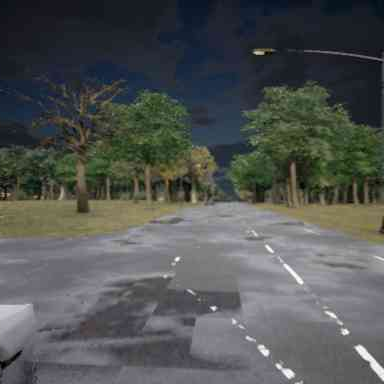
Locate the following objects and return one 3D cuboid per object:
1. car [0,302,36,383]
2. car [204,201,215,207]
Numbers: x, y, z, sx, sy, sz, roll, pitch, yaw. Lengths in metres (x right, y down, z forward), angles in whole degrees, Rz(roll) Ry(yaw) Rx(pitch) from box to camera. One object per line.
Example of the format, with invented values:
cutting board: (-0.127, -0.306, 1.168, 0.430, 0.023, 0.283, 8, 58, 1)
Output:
car: (-3.097, 1.628, 2.053, 1.895, 1.301, 4.718, 0, 0, 5)
car: (3.943, 2.642, 75.129, 1.895, 1.301, 4.718, -1, -1, 11)
